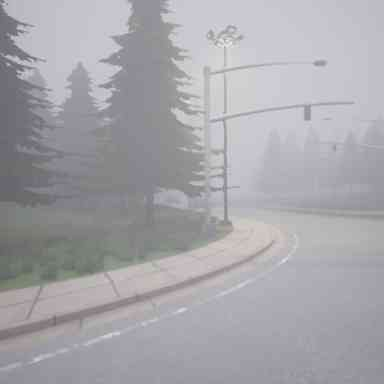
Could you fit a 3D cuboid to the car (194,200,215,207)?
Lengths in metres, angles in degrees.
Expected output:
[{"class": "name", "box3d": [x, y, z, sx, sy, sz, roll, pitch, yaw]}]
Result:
[{"class": "car", "box3d": [1.543, 1.454, 44.780, 1.837, 1.490, 4.892, 0, 0, -17]}]

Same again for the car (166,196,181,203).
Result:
[{"class": "car", "box3d": [-3.439, 1.452, 60.787, 2.128, 1.511, 4.902, 0, 0, -18]}]
